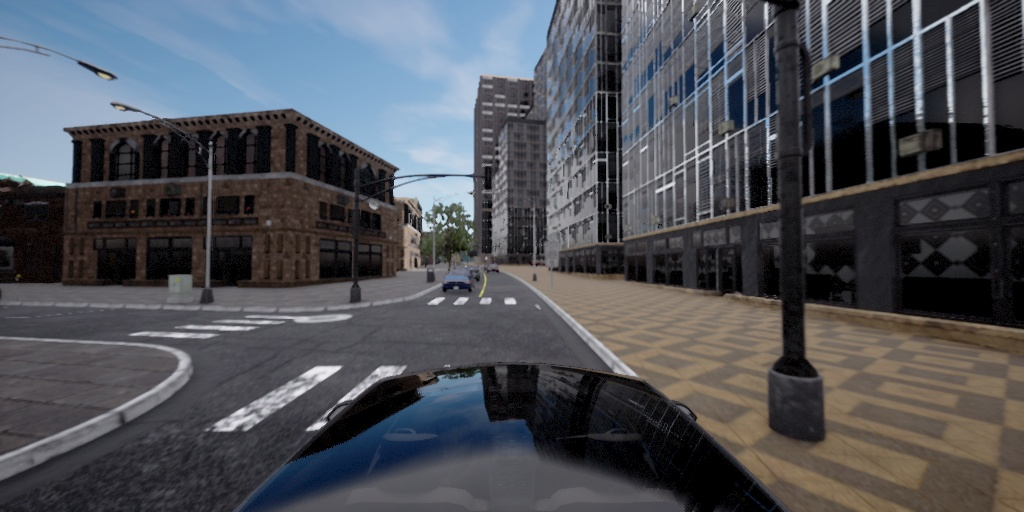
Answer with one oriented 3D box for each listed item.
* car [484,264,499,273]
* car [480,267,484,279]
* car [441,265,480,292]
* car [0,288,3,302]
[{"bbox_3d":[-2.918,1.876,54.514,2.033,1.411,5.357,0,-1,-6],"label":"car"},{"bbox_3d":[-3.985,1.666,33.843,1.994,1.385,4.181,0,-1,-3],"label":"car"},{"bbox_3d":[-3.422,1.541,23.823,2.033,1.411,5.357,0,-1,-3],"label":"car"},{"bbox_3d":[-24.036,1.545,15.104,4.403,1.370,2.007,0,0,10],"label":"car"}]
